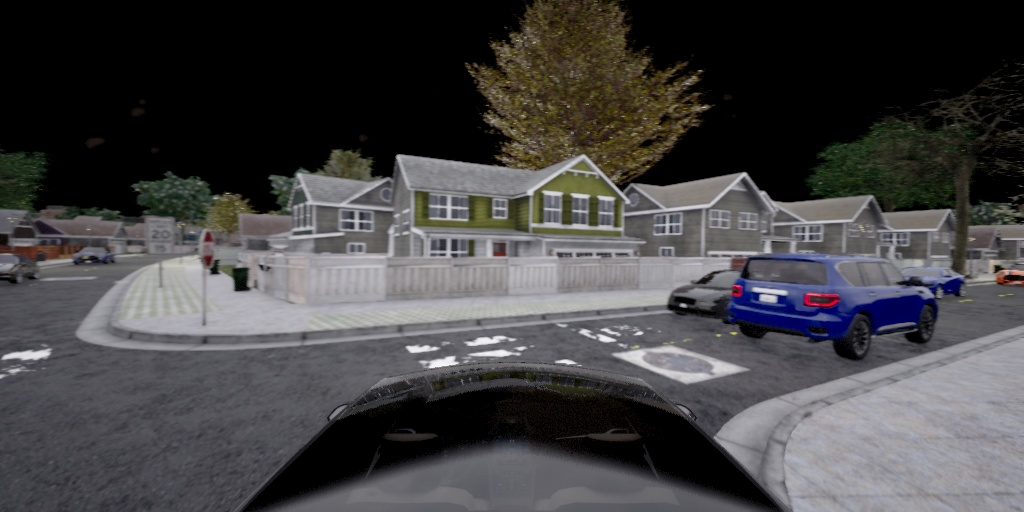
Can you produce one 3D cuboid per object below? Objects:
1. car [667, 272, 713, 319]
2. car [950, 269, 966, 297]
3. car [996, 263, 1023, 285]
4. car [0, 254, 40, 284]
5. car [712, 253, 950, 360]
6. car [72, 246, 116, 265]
[{"bbox_3d":[7.150,1.190,11.453,4.892,1.490,1.837,0,2,-26],"label":"car"},{"bbox_3d":[20.956,1.271,18.227,5.008,1.535,1.882,0,1,-26],"label":"car"},{"bbox_3d":[38.026,1.327,26.501,4.553,1.767,2.097,0,1,-26],"label":"car"},{"bbox_3d":[-25.231,0.602,17.643,2.033,1.411,5.357,0,2,-43],"label":"car"},{"bbox_3d":[7.645,0.981,8.513,5.566,2.045,2.150,0,1,-26],"label":"car"},{"bbox_3d":[-39.720,-0.129,34.165,2.097,1.767,4.553,0,2,-39],"label":"car"}]
